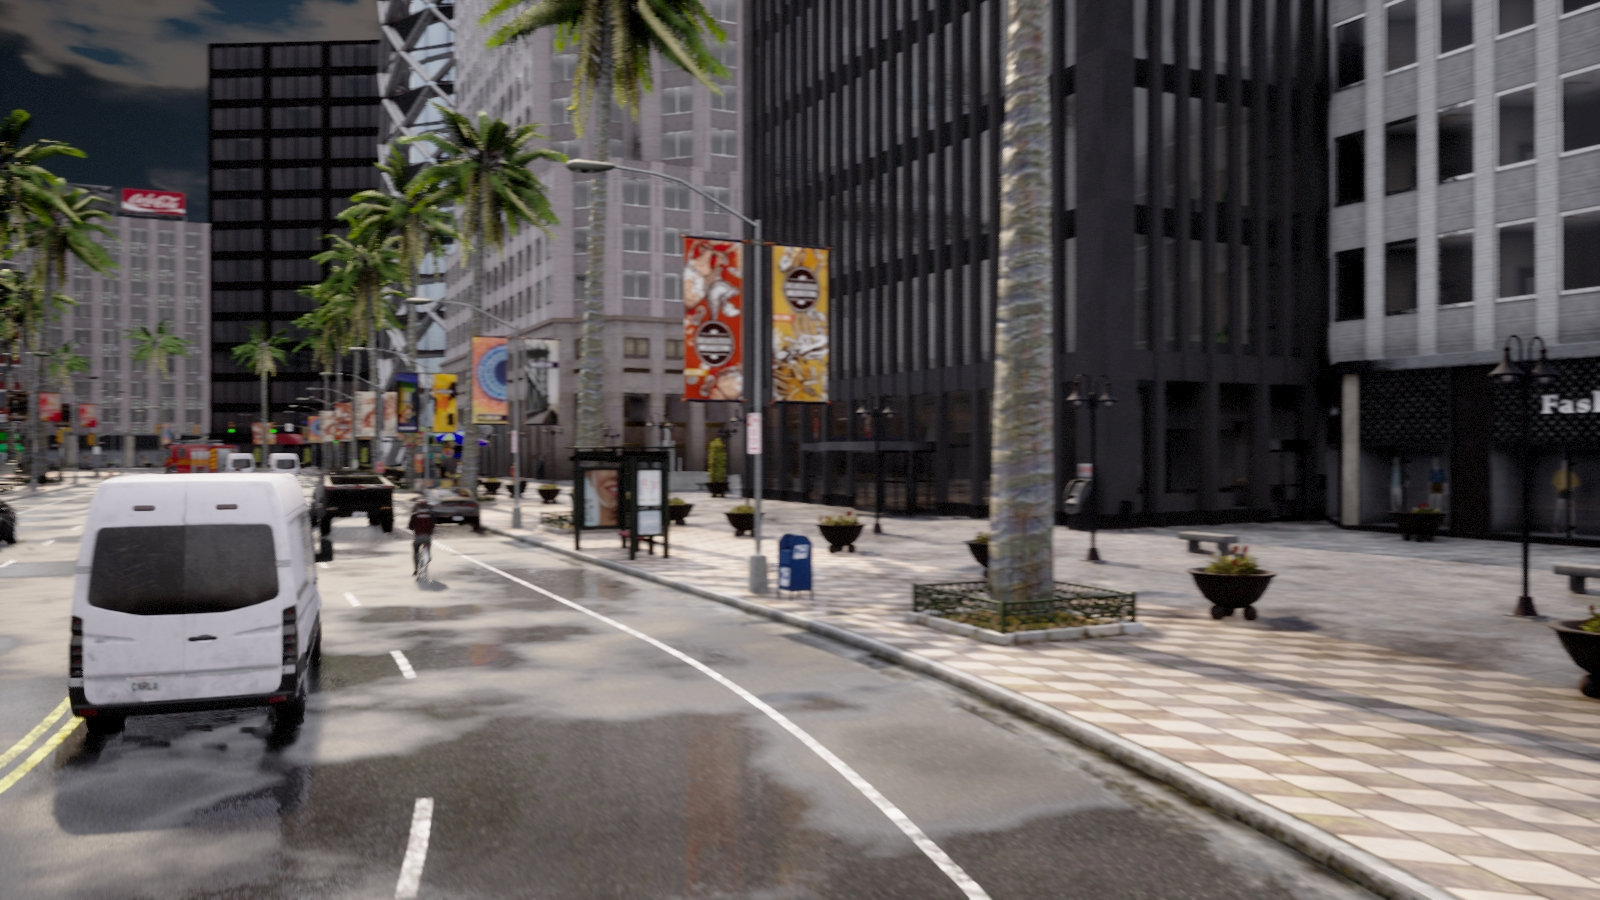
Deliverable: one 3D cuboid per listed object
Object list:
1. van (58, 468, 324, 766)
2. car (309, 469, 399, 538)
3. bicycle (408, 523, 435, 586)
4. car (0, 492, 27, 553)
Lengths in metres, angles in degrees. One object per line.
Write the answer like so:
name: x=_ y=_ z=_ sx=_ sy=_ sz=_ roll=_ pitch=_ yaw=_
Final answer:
van: x=-6.742 y=1.543 z=13.337 sx=1.988 sy=2.561 sz=5.915 roll=0 pitch=0 yaw=-21
car: x=-15.784 y=1.774 z=40.160 sx=2.390 sy=2.098 sz=6.274 roll=0 pitch=0 yaw=-27
bicycle: x=-8.147 y=2.221 z=24.553 sx=0.329 sy=1.171 sz=1.835 roll=0 pitch=0 yaw=-26
car: x=-23.816 y=2.067 z=32.748 sx=2.097 sy=1.535 sz=5.006 roll=0 pitch=0 yaw=-27
